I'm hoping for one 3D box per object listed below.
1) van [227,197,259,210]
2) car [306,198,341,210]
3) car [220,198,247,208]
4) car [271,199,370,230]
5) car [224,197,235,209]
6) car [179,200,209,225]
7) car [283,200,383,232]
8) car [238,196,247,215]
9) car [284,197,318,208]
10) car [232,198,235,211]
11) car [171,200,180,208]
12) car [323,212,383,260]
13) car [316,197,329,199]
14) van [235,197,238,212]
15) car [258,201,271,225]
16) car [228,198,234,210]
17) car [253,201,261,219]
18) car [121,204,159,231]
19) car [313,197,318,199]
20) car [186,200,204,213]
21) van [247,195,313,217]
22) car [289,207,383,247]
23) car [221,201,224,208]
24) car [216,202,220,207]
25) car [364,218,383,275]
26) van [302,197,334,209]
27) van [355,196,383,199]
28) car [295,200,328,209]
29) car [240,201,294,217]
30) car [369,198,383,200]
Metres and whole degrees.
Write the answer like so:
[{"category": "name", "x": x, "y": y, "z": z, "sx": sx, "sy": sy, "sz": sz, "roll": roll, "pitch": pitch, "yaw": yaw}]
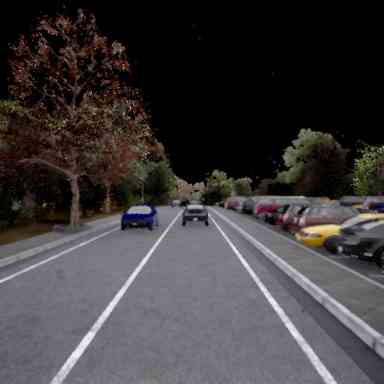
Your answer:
[{"category": "van", "x": 7.506, "y": 1.702, "z": 49.299, "sx": 4.442, "sy": 1.987, "sz": 1.878, "roll": 0, "pitch": -1, "yaw": 0}, {"category": "car", "x": 20.457, "y": 1.848, "z": 51.774, "sx": 4.553, "sy": 1.767, "sz": 2.185, "roll": 0, "pitch": -1, "yaw": 0}, {"category": "car", "x": 7.506, "y": 2.013, "z": 60.395, "sx": 4.553, "sy": 1.767, "sz": 2.185, "roll": 0, "pitch": -1, "yaw": 0}, {"category": "car", "x": 7.121, "y": 1.422, "z": 18.781, "sx": 4.553, "sy": 1.767, "sz": 2.185, "roll": 0, "pitch": 0, "yaw": 0}, {"category": "car", "x": 7.373, "y": 1.875, "z": 46.519, "sx": 5.008, "sy": 1.535, "sz": 2.097, "roll": 0, "pitch": -1, "yaw": 0}, {"category": "car", "x": 0.247, "y": 1.613, "z": 25.118, "sx": 1.837, "sy": 1.490, "sz": 4.892, "roll": 0, "pitch": 0, "yaw": 0}, {"category": "car", "x": 7.100, "y": 1.414, "z": 16.005, "sx": 4.553, "sy": 1.767, "sz": 2.185, "roll": 0, "pitch": 0, "yaw": 0}, {"category": "car", "x": 7.267, "y": 1.326, "z": 29.886, "sx": 5.566, "sy": 2.045, "sz": 2.435, "roll": 0, "pitch": 0, "yaw": 0}, {"category": "car", "x": 20.602, "y": 1.938, "z": 62.851, "sx": 5.566, "sy": 2.045, "sz": 2.435, "roll": 0, "pitch": -1, "yaw": 0}, {"category": "car", "x": 7.305, "y": 1.759, "z": 38.192, "sx": 4.674, "sy": 1.452, "sz": 2.002, "roll": 0, "pitch": -1, "yaw": 0}, {"category": "car", "x": -2.879, "y": 2.227, "z": 61.950, "sx": 1.812, "sy": 1.442, "sz": 4.674, "roll": 0, "pitch": -1, "yaw": 1}, {"category": "car", "x": 7.082, "y": 1.526, "z": 10.453, "sx": 4.892, "sy": 1.521, "sz": 2.231, "roll": 0, "pitch": 0, "yaw": 0}, {"category": "car", "x": 20.440, "y": 1.869, "z": 46.231, "sx": 5.008, "sy": 1.535, "sz": 2.097, "roll": 0, "pitch": -1, "yaw": 0}, {"category": "van", "x": 7.165, "y": 1.441, "z": 35.422, "sx": 4.442, "sy": 1.987, "sz": 1.878, "roll": 0, "pitch": -1, "yaw": 0}, {"category": "car", "x": 7.168, "y": 1.555, "z": 21.557, "sx": 5.008, "sy": 1.535, "sz": 2.097, "roll": 0, "pitch": 0, "yaw": 0}, {"category": "car", "x": 7.294, "y": 1.801, "z": 40.969, "sx": 4.792, "sy": 1.488, "sz": 2.163, "roll": 0, "pitch": -1, "yaw": 0}, {"category": "car", "x": 7.198, "y": 1.603, "z": 24.333, "sx": 4.674, "sy": 1.452, "sz": 2.002, "roll": 0, "pitch": 0, "yaw": 0}, {"category": "car", "x": -3.225, "y": 1.555, "z": 21.277, "sx": 1.882, "sy": 1.535, "sz": 5.008, "roll": 0, "pitch": 0, "yaw": 0}, {"category": "car", "x": 20.463, "y": 1.924, "z": 49.127, "sx": 5.008, "sy": 1.535, "sz": 2.097, "roll": 0, "pitch": -1, "yaw": 0}, {"category": "car", "x": 0.366, "y": 1.816, "z": 42.638, "sx": 2.128, "sy": 1.511, "sz": 4.902, "roll": 0, "pitch": -1, "yaw": 0}, {"category": "van", "x": 7.100, "y": 1.344, "z": 27.111, "sx": 4.442, "sy": 1.987, "sz": 1.878, "roll": 0, "pitch": 0, "yaw": 0}, {"category": "car", "x": 6.924, "y": 1.529, "z": 13.230, "sx": 5.366, "sy": 1.575, "sz": 1.946, "roll": 0, "pitch": 0, "yaw": 0}, {"category": "car", "x": 7.413, "y": 2.020, "z": 52.070, "sx": 4.674, "sy": 1.452, "sz": 2.002, "roll": 0, "pitch": -1, "yaw": 0}, {"category": "car", "x": 7.425, "y": 1.833, "z": 57.627, "sx": 5.566, "sy": 2.045, "sz": 2.435, "roll": 0, "pitch": -1, "yaw": 0}, {"category": "car", "x": 7.073, "y": 1.518, "z": 7.676, "sx": 4.892, "sy": 1.521, "sz": 2.231, "roll": 0, "pitch": 0, "yaw": 0}, {"category": "van", "x": 20.626, "y": 1.800, "z": 54.544, "sx": 4.442, "sy": 1.987, "sz": 1.878, "roll": 0, "pitch": -1, "yaw": 0}, {"category": "van", "x": 20.243, "y": 1.435, "z": 35.159, "sx": 4.442, "sy": 1.987, "sz": 1.878, "roll": 0, "pitch": -1, "yaw": 0}, {"category": "car", "x": 20.525, "y": 2.079, "z": 57.311, "sx": 4.892, "sy": 1.521, "sz": 2.231, "roll": 0, "pitch": -1, "yaw": 0}, {"category": "car", "x": 7.289, "y": 1.644, "z": 32.635, "sx": 4.792, "sy": 1.488, "sz": 2.163, "roll": 0, "pitch": -1, "yaw": 0}, {"category": "car", "x": 20.343, "y": 1.609, "z": 32.384, "sx": 5.008, "sy": 1.535, "sz": 2.097, "roll": 0, "pitch": -1, "yaw": 0}]
